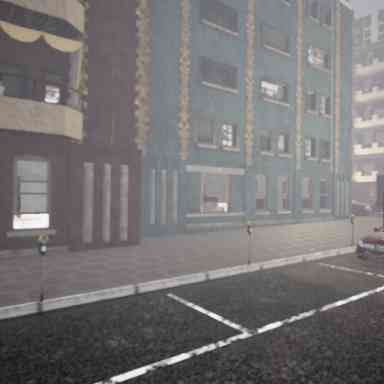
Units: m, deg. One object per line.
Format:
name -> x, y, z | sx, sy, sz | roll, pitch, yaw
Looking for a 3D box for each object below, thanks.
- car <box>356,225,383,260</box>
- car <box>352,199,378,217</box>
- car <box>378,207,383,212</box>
car -> 7.283, 1.613, 11.278 | 4.206, 1.307, 1.802 | 0, 1, -35
car -> 14.073, 1.307, 31.154 | 2.192, 1.841, 5.009 | 1, -1, -36
car -> 20.451, 1.675, 35.773 | 1.947, 1.339, 4.313 | 1, -1, -36
